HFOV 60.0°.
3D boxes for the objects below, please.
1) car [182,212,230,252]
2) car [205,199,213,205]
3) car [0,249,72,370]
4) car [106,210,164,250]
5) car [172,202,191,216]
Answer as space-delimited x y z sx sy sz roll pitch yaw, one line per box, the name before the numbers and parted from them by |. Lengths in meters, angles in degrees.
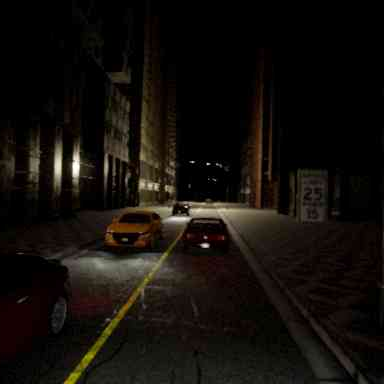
car | 0.647 1.802 15.049 1.895 1.301 4.718 2 -1 3
car | 4.530 2.662 90.113 1.882 1.535 5.008 2 -1 3
car | -3.003 1.491 3.931 1.812 1.442 4.674 2 -1 3
car | -2.439 1.595 15.299 1.882 1.535 5.008 2 -1 3
car | -1.183 1.916 37.903 2.128 1.511 4.902 2 -1 3
